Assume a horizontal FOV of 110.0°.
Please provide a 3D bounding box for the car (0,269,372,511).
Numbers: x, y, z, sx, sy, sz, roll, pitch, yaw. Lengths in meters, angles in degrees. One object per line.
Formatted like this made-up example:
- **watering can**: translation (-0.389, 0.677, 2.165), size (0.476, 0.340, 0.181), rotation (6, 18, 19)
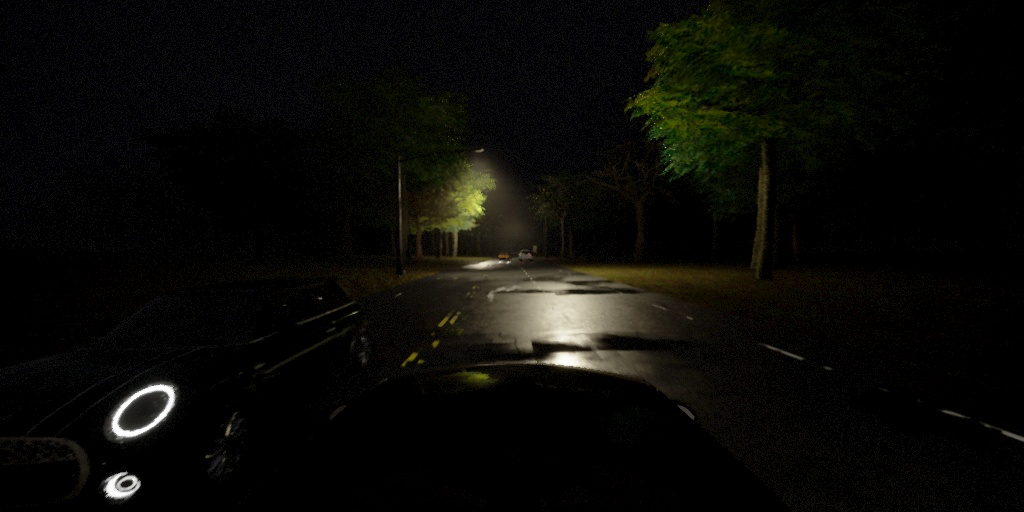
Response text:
- **car**: translation (-3.527, 1.120, 4.496), size (2.097, 1.767, 4.553), rotation (-1, 1, -1)
